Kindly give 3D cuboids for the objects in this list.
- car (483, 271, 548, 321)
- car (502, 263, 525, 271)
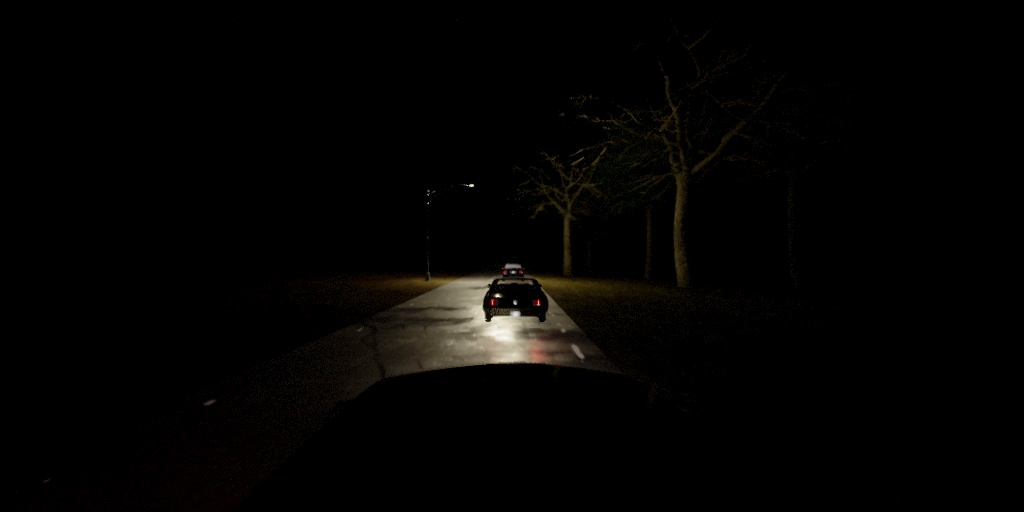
[{"bbox_3d":[0.099,1.352,12.392,1.895,1.301,4.718,0,0,0],"label":"car"},{"bbox_3d":[0.097,1.308,30.533,2.033,1.411,5.357,0,0,0],"label":"car"}]
